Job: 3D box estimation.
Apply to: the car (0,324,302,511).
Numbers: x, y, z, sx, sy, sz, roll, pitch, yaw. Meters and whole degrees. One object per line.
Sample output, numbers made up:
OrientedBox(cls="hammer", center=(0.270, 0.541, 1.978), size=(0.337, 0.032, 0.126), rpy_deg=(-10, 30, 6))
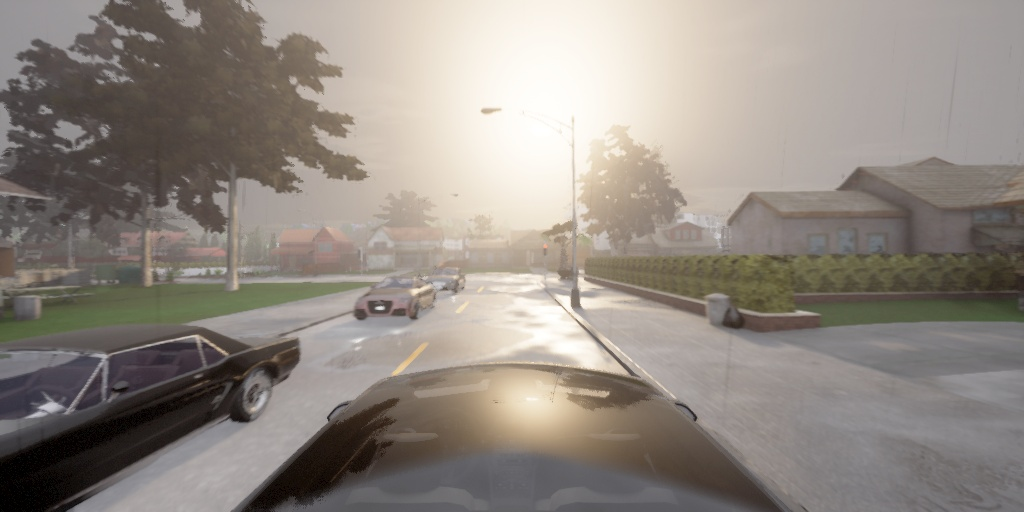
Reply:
OrientedBox(cls="car", center=(-4.099, 1.407, 3.154), size=(1.895, 1.301, 4.718), rpy_deg=(-1, 0, 0))

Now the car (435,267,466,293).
OrientedBox(cls="car", center=(-3.977, 1.460, 22.117), size=(2.128, 1.511, 4.902), rpy_deg=(-1, 0, 0))

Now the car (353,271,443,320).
OrientedBox(cls="car", center=(-4.062, 1.440, 13.091), size=(1.994, 1.385, 4.181), rpy_deg=(-1, 0, 1))
